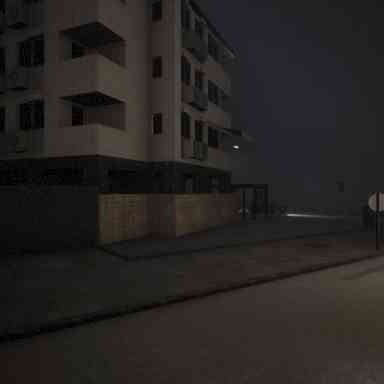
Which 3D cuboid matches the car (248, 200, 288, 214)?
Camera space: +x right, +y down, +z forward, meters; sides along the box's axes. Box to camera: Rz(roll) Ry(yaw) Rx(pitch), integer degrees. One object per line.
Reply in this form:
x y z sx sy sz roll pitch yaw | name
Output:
7.873 1.564 34.763 1.994 1.385 4.181 0 0 -35 | car
